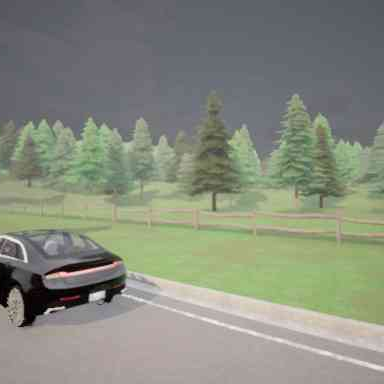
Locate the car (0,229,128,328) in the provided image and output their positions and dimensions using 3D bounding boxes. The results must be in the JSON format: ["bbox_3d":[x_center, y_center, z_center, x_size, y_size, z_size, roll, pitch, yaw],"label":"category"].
[{"bbox_3d":[-3.431,1.562,7.205,4.902,1.511,2.128,-1,0,41],"label":"car"}]
